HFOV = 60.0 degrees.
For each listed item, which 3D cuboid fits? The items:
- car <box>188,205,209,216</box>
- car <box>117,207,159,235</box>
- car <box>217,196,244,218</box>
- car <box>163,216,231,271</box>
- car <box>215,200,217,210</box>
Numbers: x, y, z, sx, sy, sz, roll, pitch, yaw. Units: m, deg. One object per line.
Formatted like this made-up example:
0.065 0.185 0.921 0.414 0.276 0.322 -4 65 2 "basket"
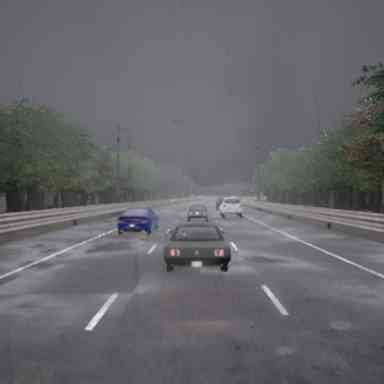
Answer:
0.572 1.885 30.718 2.033 1.411 5.357 0 -1 2 "car"
-3.185 1.683 20.409 1.882 1.535 5.008 0 0 1 "car"
4.152 1.631 35.765 2.150 2.045 5.566 0 -1 2 "car"
0.166 1.711 11.324 1.895 1.301 4.718 0 -1 1 "car"
5.071 1.884 55.616 2.150 2.045 5.566 0 -1 3 "car"
